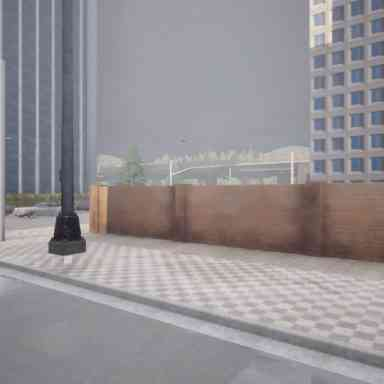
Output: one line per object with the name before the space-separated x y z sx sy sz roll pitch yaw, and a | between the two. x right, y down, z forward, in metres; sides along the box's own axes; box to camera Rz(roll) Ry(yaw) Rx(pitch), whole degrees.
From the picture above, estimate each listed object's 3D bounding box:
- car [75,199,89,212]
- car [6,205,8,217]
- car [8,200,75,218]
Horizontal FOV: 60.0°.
car | -12.432 1.547 37.497 2.033 1.411 5.357 0 0 35
car | -18.241 1.547 29.267 2.033 1.411 5.357 0 0 32
car | -13.438 1.601 29.961 1.895 1.301 4.718 0 0 35
